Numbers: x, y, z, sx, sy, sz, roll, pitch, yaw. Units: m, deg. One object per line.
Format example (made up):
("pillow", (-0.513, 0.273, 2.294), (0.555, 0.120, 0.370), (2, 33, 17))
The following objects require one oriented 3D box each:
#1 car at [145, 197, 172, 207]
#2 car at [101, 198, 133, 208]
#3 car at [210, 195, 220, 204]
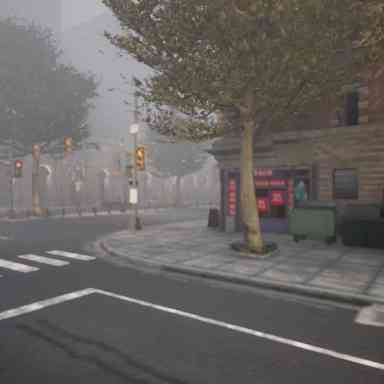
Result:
("car", (-5.094, 1.471, 51.036), (1.882, 1.535, 5.008), (0, 0, 36))
("car", (-10.879, 1.588, 48.416), (1.895, 1.301, 4.718), (0, 0, 36))
("car", (5.456, 1.399, 65.481), (2.097, 1.767, 4.553), (0, 0, 36))
